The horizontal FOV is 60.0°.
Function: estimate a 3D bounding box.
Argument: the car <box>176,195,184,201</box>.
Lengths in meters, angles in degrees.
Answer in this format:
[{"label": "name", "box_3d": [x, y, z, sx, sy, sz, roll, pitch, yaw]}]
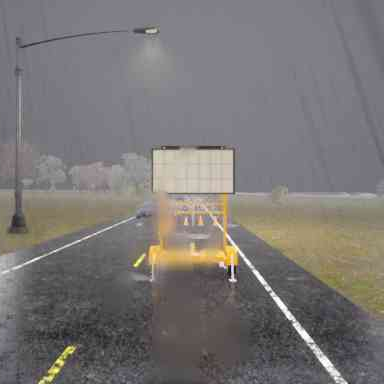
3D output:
[{"label": "car", "box_3d": [-3.185, 1.565, 86.403, 1.994, 1.385, 4.181, 0, 0, 0]}]

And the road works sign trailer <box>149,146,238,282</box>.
[{"label": "road works sign trailer", "box_3d": [0.034, 0.465, 9.769, 2.380, 3.560, 2.880, 0, 0, 0]}]

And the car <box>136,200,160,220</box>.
[{"label": "car", "box_3d": [-3.499, 1.506, 28.226, 1.837, 1.490, 4.892, 0, 0, 0]}]
